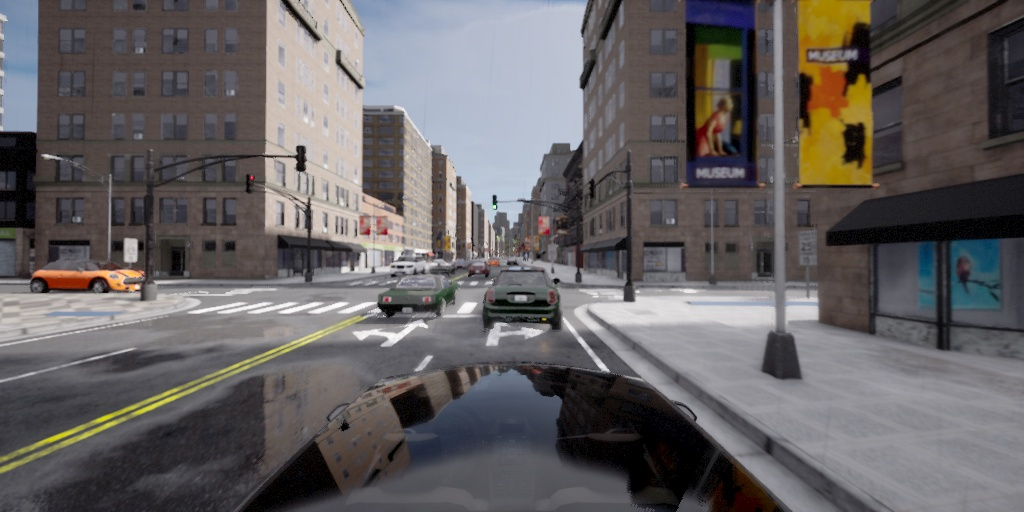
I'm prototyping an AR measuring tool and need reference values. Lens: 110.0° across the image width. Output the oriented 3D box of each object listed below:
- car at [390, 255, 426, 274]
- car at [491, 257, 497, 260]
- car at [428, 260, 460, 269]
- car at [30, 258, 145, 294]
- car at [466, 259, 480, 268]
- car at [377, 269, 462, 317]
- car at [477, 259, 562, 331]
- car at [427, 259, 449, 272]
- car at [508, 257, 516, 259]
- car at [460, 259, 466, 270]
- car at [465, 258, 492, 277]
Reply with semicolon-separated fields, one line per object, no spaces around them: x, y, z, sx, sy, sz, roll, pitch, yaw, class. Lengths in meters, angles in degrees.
-9.854;0.939;34.414;2.150;2.045;5.566;0;0;0;car
-3.252;1.024;63.695;2.097;1.767;4.553;0;0;0;car
-6.596;1.317;34.734;1.895;1.301;4.718;0;0;0;car
-21.157;1.002;18.213;4.553;1.767;2.097;0;-1;1;car
-6.555;1.241;61.035;1.994;1.385;4.181;0;0;0;car
-3.151;1.341;13.062;1.895;1.301;4.718;0;0;0;car
0.443;1.094;11.217;2.097;1.767;4.553;0;0;6;car
-9.826;1.225;47.835;1.812;1.442;4.674;0;1;1;car
-0.004;1.152;63.116;1.882;1.535;5.008;0;0;0;car
-6.584;1.264;46.702;1.994;1.385;4.181;0;0;0;car
-3.152;1.241;35.076;1.812;1.442;4.674;0;0;0;car
